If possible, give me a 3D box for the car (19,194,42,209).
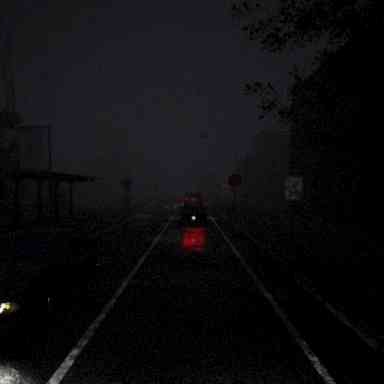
[{"bbox_3d":[-21.914,1.345,41.074,5.366,1.575,1.946,0,0,0],"label":"car"}]

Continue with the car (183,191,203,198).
[{"bbox_3d":[0.112,0.926,41.067,2.150,2.045,5.566,0,1,0],"label":"car"}]

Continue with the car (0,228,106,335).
[{"bbox_3d":[-3.348,1.525,7.213,2.033,1.411,5.357,0,0,0],"label":"car"}]

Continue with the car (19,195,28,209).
[{"bbox_3d":[-22.127,1.386,38.300,4.792,1.488,2.163,0,0,0],"label":"car"}]

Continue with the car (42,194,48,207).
[{"bbox_3d":[-22.132,1.370,43.851,4.792,1.488,2.163,0,0,0],"label":"car"}]

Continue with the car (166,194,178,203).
[{"bbox_3d":[-3.228,0.991,54.982,2.033,1.411,5.357,0,1,0],"label":"car"}]

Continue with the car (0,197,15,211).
[{"bbox_3d":[-22.089,1.366,35.525,4.892,1.521,2.231,0,0,0],"label":"car"}]

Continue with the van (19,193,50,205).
[{"bbox_3d":[-21.988,1.107,46.624,4.442,1.987,1.878,0,0,0],"label":"van"}]

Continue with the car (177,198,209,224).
[{"bbox_3d":[0.110,1.408,23.769,1.837,1.490,4.892,0,0,0],"label":"car"}]
